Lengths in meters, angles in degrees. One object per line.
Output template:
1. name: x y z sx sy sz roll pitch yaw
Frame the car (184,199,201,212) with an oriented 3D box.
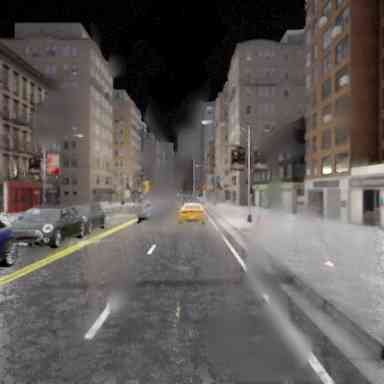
1. car: 0.095 1.765 43.876 2.128 1.511 4.902 0 0 0

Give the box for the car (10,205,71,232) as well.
1. car: -9.797 1.654 21.943 1.812 1.442 4.674 0 0 1

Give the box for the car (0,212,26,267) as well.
1. car: -6.588 1.399 8.654 2.097 1.767 4.553 0 0 0

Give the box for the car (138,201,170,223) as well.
1. car: -3.193 1.726 27.178 1.994 1.385 4.181 0 0 0

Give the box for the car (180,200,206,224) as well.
1. car: 0.050 1.633 26.215 1.882 1.535 5.008 0 0 1

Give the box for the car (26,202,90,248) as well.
1. car: -6.489 1.437 15.065 2.097 1.767 4.553 0 0 0

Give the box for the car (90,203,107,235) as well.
1. car: -6.562 1.466 19.655 2.097 1.767 4.553 0 0 0

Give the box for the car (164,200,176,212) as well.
1. car: -3.149 1.801 44.068 1.812 1.442 4.674 0 0 0
